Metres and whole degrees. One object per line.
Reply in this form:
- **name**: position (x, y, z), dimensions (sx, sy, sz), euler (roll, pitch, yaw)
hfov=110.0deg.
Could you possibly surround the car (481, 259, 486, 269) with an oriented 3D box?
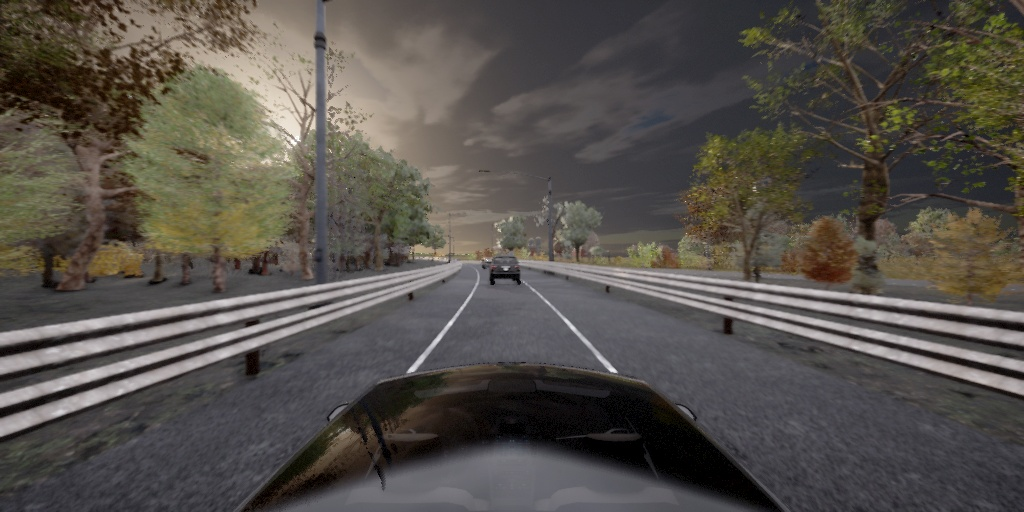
- **car**: position (-3.668, 1.228, 54.693), dimensions (2.128, 1.511, 4.902), euler (0, 0, -9)

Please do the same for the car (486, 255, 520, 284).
- **car**: position (-0.636, 0.976, 26.975), dimensions (2.150, 2.045, 5.566), euler (0, 0, -4)
